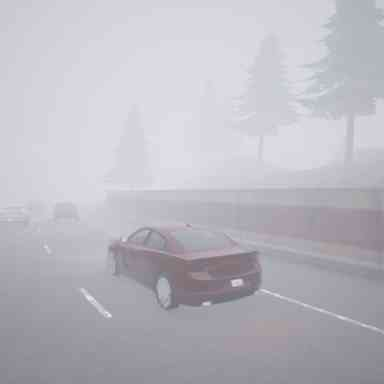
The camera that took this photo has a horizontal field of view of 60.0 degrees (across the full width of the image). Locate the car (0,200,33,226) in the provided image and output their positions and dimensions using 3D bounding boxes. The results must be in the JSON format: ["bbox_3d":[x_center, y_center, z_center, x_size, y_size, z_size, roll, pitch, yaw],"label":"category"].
[{"bbox_3d":[-12.256,1.519,22.910,1.812,1.442,4.674,0,0,-24],"label":"car"}]

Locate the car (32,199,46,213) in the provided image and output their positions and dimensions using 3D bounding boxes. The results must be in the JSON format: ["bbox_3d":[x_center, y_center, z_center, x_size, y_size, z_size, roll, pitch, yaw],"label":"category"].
[{"bbox_3d":[-17.629,1.537,37.287,2.033,1.411,5.357,0,0,-17],"label":"car"}]

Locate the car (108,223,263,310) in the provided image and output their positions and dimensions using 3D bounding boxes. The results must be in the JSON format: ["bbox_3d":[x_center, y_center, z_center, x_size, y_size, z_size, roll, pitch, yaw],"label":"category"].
[{"bbox_3d":[-0.509,1.477,8.041,1.882,1.535,5.008,0,0,-32],"label":"car"}]

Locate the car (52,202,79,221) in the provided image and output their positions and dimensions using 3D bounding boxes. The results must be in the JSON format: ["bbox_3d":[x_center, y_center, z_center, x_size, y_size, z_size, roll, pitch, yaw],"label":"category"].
[{"bbox_3d":[-10.231,1.542,26.939,2.033,1.411,5.357,0,0,-22],"label":"car"}]
